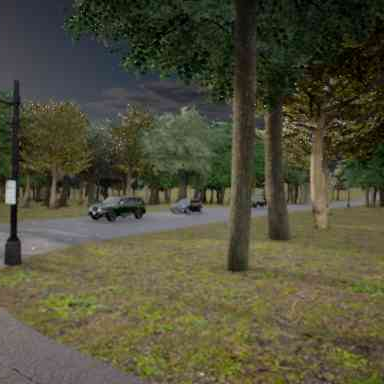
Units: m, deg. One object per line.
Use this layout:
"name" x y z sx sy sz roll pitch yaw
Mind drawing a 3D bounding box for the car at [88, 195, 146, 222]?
"car" -6.295 1.350 28.766 2.150 2.045 5.566 3 1 32

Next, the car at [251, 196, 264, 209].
"car" 10.145 1.675 54.931 2.150 2.045 5.566 3 0 32

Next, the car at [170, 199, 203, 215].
"car" -0.563 1.551 37.948 2.097 1.767 4.553 3 1 32
